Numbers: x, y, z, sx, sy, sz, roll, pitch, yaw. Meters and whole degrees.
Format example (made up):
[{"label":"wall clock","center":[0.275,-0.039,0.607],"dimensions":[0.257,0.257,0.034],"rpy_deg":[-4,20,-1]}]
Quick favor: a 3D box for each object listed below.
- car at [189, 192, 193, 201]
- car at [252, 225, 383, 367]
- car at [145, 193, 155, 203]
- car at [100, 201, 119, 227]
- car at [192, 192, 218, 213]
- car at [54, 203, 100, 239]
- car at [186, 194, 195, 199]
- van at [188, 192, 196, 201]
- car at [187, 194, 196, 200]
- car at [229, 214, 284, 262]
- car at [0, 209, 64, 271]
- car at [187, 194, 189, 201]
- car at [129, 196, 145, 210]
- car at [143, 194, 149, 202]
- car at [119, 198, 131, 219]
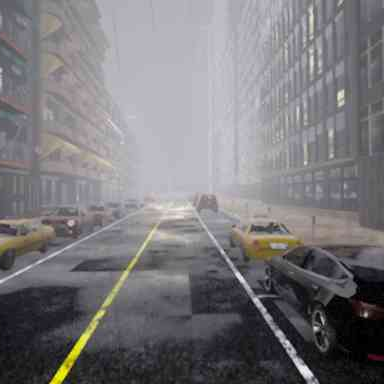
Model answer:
[{"label":"car","center":[1.080,1.076,45.278],"dimensions":[2.192,1.841,5.009],"rpy_deg":[1,0,-2]},{"label":"car","center":[2.537,1.521,5.747],"dimensions":[1.947,1.339,4.313],"rpy_deg":[0,0,-2]},{"label":"car","center":[-7.920,1.038,61.913],"dimensions":[2.192,1.841,5.009],"rpy_deg":[1,0,-2]},{"label":"car","center":[-6.462,1.471,22.383],"dimensions":[1.887,1.381,4.507],"rpy_deg":[1,0,-2]},{"label":"car","center":[1.497,1.133,33.983],"dimensions":[2.192,1.841,5.009],"rpy_deg":[1,0,-2]},{"label":"car","center":[-6.253,1.393,16.733],"dimensions":[1.967,1.590,4.097],"rpy_deg":[1,0,-2]},{"label":"car","center":[-0.383,1.115,84.811],"dimensions":[1.947,1.339,4.313],"rpy_deg":[1,0,-2]},{"label":"van","center":[0.037,0.951,73.516],"dimensions":[1.690,1.788,3.998],"rpy_deg":[1,0,-2]},{"label":"car","center":[-0.174,1.146,79.164],"dimensions":[1.947,1.339,4.313],"rpy_deg":[1,0,-2]},{"label":"car","center":[2.323,1.453,11.564],"dimensions":[1.752,1.417,4.829],"rpy_deg":[0,0,-2]},{"label":"car","center":[-6.039,1.507,10.917],"dimensions":[1.752,1.417,4.829],"rpy_deg":[1,0,-2]},{"label":"car","center":[0.245,1.081,67.867],"dimensions":[1.967,1.590,4.097],"rpy_deg":[1,0,-2]},{"label":"car","center":[-7.088,1.387,39.325],"dimensions":[1.887,1.381,4.507],"rpy_deg":[1,0,-2]},{"label":"car","center":[-7.290,1.339,44.801],"dimensions":[1.752,1.417,4.829],"rpy_deg":[1,0,-2]},{"label":"car","center":[-6.671,1.464,28.029],"dimensions":[1.947,1.339,4.313],"rpy_deg":[1,0,-2]}]
